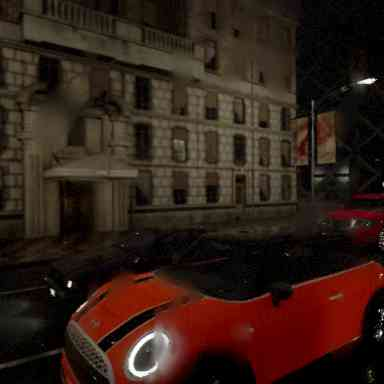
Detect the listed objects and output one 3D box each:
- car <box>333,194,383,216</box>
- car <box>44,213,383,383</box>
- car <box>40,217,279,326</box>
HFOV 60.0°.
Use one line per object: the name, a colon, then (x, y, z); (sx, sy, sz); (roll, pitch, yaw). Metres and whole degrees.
car: (7.632, 1.099, 13.611); (5.566, 2.045, 2.150); (-1, 0, -34)
car: (0.712, 1.325, 4.488); (4.553, 1.767, 2.097); (-1, 0, -35)
car: (-0.504, 1.512, 7.927); (5.357, 1.411, 2.033); (-1, 0, -35)
